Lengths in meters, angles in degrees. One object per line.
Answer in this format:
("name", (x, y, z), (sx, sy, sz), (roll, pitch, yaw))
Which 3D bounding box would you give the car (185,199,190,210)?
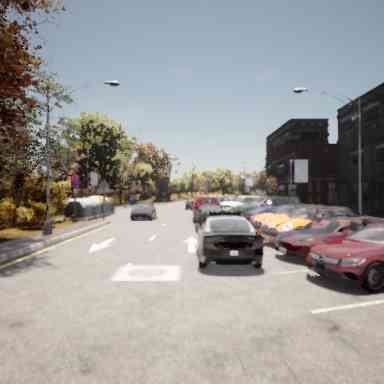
("car", (-0.039, 1.751, 48.244), (2.128, 1.511, 4.902), (0, 0, 0))

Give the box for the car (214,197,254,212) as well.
("car", (5.289, 1.573, 41.835), (4.553, 1.767, 2.185), (1, -1, -20))

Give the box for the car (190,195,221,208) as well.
("car", (1.146, 1.348, 27.560), (2.150, 2.045, 5.566), (0, 0, 0))

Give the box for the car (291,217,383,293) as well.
("car", (5.290, 1.560, 8.815), (4.674, 1.452, 2.002), (1, 0, -20))

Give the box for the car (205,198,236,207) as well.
("car", (5.135, 1.825, 59.797), (5.366, 1.575, 1.946), (1, 0, -20))

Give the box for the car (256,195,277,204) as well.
("car", (18.258, 1.755, 81.903), (2.435, 2.045, 5.566), (0, 0, -21))

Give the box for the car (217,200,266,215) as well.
("car", (5.288, 1.688, 35.819), (4.792, 1.488, 2.163), (1, 0, -20))

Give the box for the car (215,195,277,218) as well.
("car", (5.287, 1.388, 32.820), (5.566, 2.045, 2.435), (1, 0, -20))

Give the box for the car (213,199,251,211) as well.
("car", (5.323, 1.760, 44.842), (4.674, 1.452, 2.002), (1, 0, -20))

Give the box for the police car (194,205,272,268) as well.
("police car", (1.142, 1.470, 11.638), (1.930, 1.638, 5.238), (0, 0, 0))

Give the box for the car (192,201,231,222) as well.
("car", (1.142, 1.568, 21.528), (1.882, 1.535, 5.008), (0, 0, 0))

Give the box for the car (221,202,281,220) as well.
("car", (5.276, 1.651, 29.817), (4.792, 1.488, 2.163), (1, 0, -20))

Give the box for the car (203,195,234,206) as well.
("car", (5.315, 1.625, 65.892), (5.566, 2.045, 2.435), (1, -1, -20))

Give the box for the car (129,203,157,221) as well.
("car", (-4.081, 1.676, 28.830), (2.033, 1.411, 5.357), (0, 0, 0))

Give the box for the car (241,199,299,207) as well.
("car", (5.322, 1.433, 17.829), (4.553, 1.767, 2.185), (1, 0, -20))

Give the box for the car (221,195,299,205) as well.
("car", (5.286, 1.337, 23.804), (5.566, 2.045, 2.435), (1, 0, -20))

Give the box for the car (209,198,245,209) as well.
("car", (5.315, 1.764, 50.854), (5.008, 1.535, 2.097), (1, -1, -20))

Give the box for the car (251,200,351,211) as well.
("car", (5.320, 1.420, 14.827), (4.553, 1.767, 2.185), (1, 0, -20))

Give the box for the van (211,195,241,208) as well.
("van", (5.432, 1.562, 53.901), (4.442, 1.987, 1.878), (1, -1, -20))

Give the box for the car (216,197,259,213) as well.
("car", (5.286, 1.552, 38.834), (4.553, 1.767, 2.185), (1, -1, -20))

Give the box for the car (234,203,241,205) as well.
("car", (5.289, 1.613, 20.824), (4.674, 1.452, 2.002), (1, -1, -20))

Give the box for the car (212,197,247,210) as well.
("car", (5.358, 1.617, 47.852), (4.553, 1.767, 2.185), (1, 0, -20))

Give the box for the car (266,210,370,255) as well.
("car", (5.259, 1.561, 11.806), (4.792, 1.488, 2.163), (1, 0, -20))
